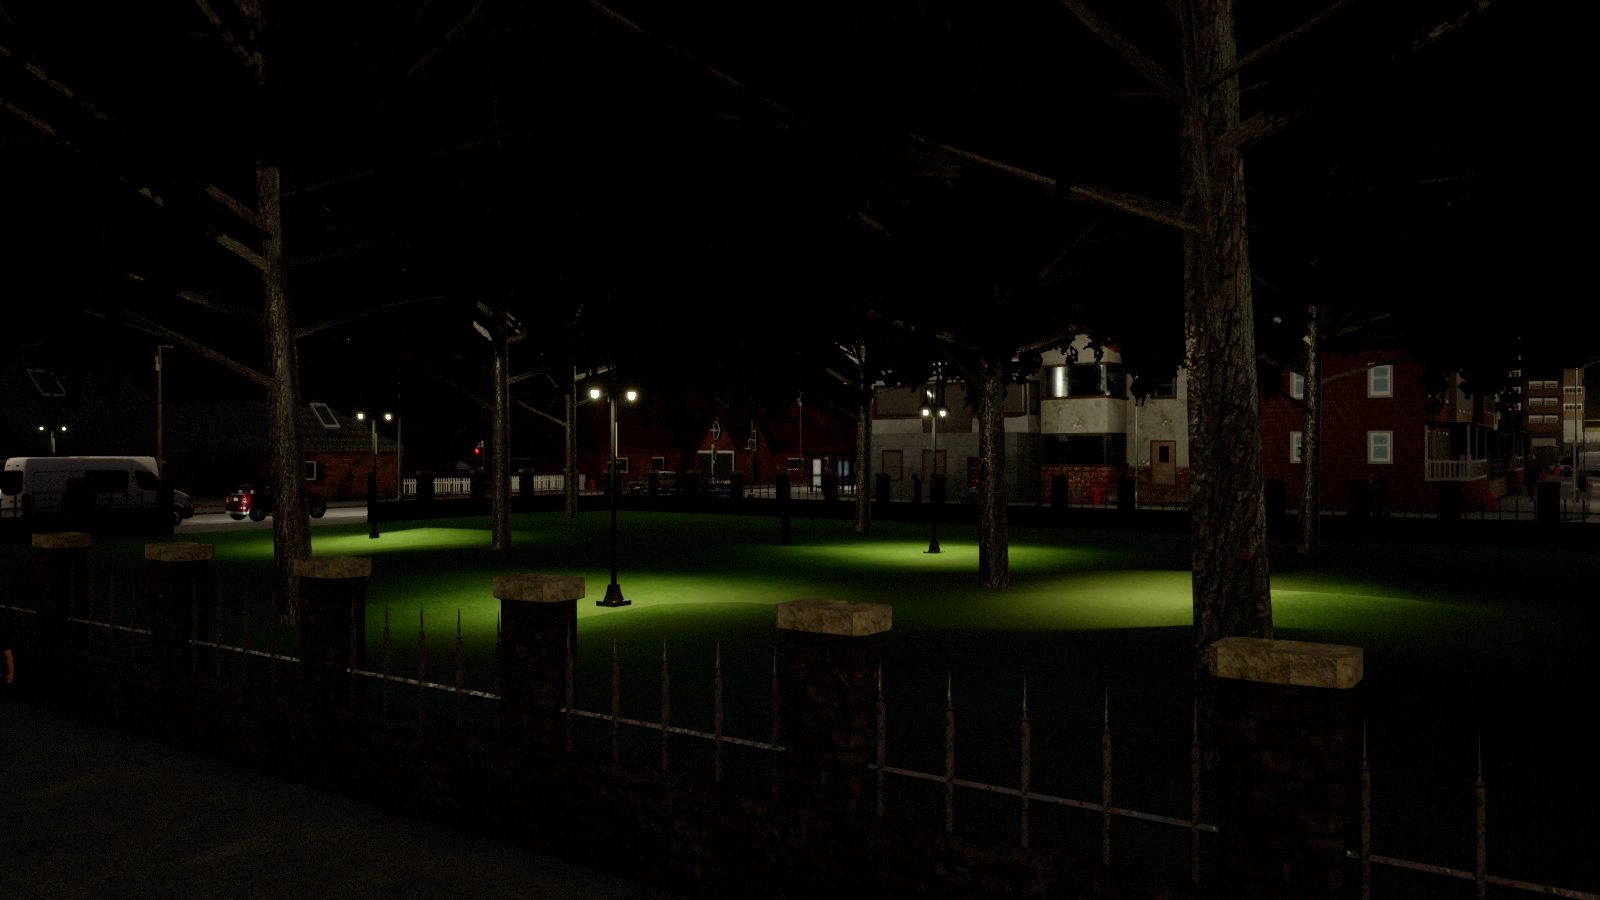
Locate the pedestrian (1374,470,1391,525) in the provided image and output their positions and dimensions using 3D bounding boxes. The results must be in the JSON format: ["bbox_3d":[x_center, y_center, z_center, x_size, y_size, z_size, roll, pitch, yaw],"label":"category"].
[{"bbox_3d":[19.933,1.628,39.076,0.375,1.860,0.375,0,0,-24],"label":"pedestrian"}]

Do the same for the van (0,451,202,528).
[{"bbox_3d":[-24.847,1.314,40.778,1.988,2.561,5.915,0,0,36],"label":"van"}]

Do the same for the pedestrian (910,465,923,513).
[{"bbox_3d":[4.571,1.524,45.000,0.375,1.860,0.375,0,0,35],"label":"pedestrian"}]

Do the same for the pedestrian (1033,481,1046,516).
[{"bbox_3d":[9.004,1.804,42.892,0.375,1.300,0.375,0,0,29],"label":"pedestrian"}]

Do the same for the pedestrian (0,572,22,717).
[{"bbox_3d":[-7.509,1.805,10.587,0.375,1.300,0.375,0,0,33],"label":"pedestrian"}]
